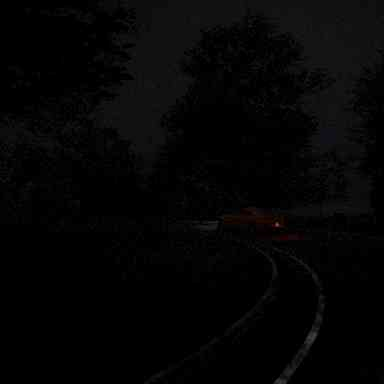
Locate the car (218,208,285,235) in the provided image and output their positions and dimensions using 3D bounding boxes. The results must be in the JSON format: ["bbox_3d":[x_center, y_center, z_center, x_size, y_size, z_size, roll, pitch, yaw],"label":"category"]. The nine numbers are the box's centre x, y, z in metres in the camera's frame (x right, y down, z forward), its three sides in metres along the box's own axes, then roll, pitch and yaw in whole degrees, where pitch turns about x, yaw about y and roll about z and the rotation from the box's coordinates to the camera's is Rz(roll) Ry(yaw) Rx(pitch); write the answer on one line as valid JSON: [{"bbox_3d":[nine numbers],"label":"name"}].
[{"bbox_3d":[3.553,1.728,20.918,1.882,1.535,5.008,1,-1,-30],"label":"car"}]
